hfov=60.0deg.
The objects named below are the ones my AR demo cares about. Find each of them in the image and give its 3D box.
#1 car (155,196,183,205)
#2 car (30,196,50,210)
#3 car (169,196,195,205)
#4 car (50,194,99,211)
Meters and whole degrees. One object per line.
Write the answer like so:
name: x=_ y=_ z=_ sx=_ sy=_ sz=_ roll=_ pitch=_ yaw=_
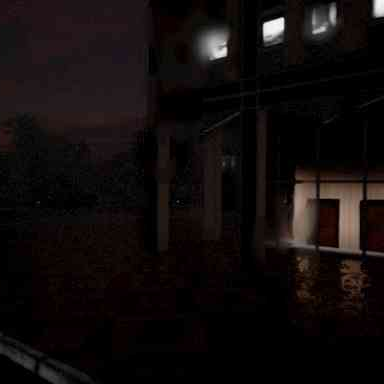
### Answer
car: x=-4.199 y=1.504 z=61.136 sx=2.033 sy=1.411 sz=5.357 roll=1 pitch=1 yaw=38
car: x=-18.511 y=1.340 z=43.100 sx=2.097 sy=1.767 sz=4.553 roll=1 pitch=1 yaw=38
car: x=-1.513 y=1.518 z=59.291 sx=1.837 sy=1.490 sz=4.892 roll=1 pitch=0 yaw=38
car: x=-14.691 y=1.247 z=42.699 sx=2.150 sy=2.045 sz=5.566 roll=1 pitch=1 yaw=38
